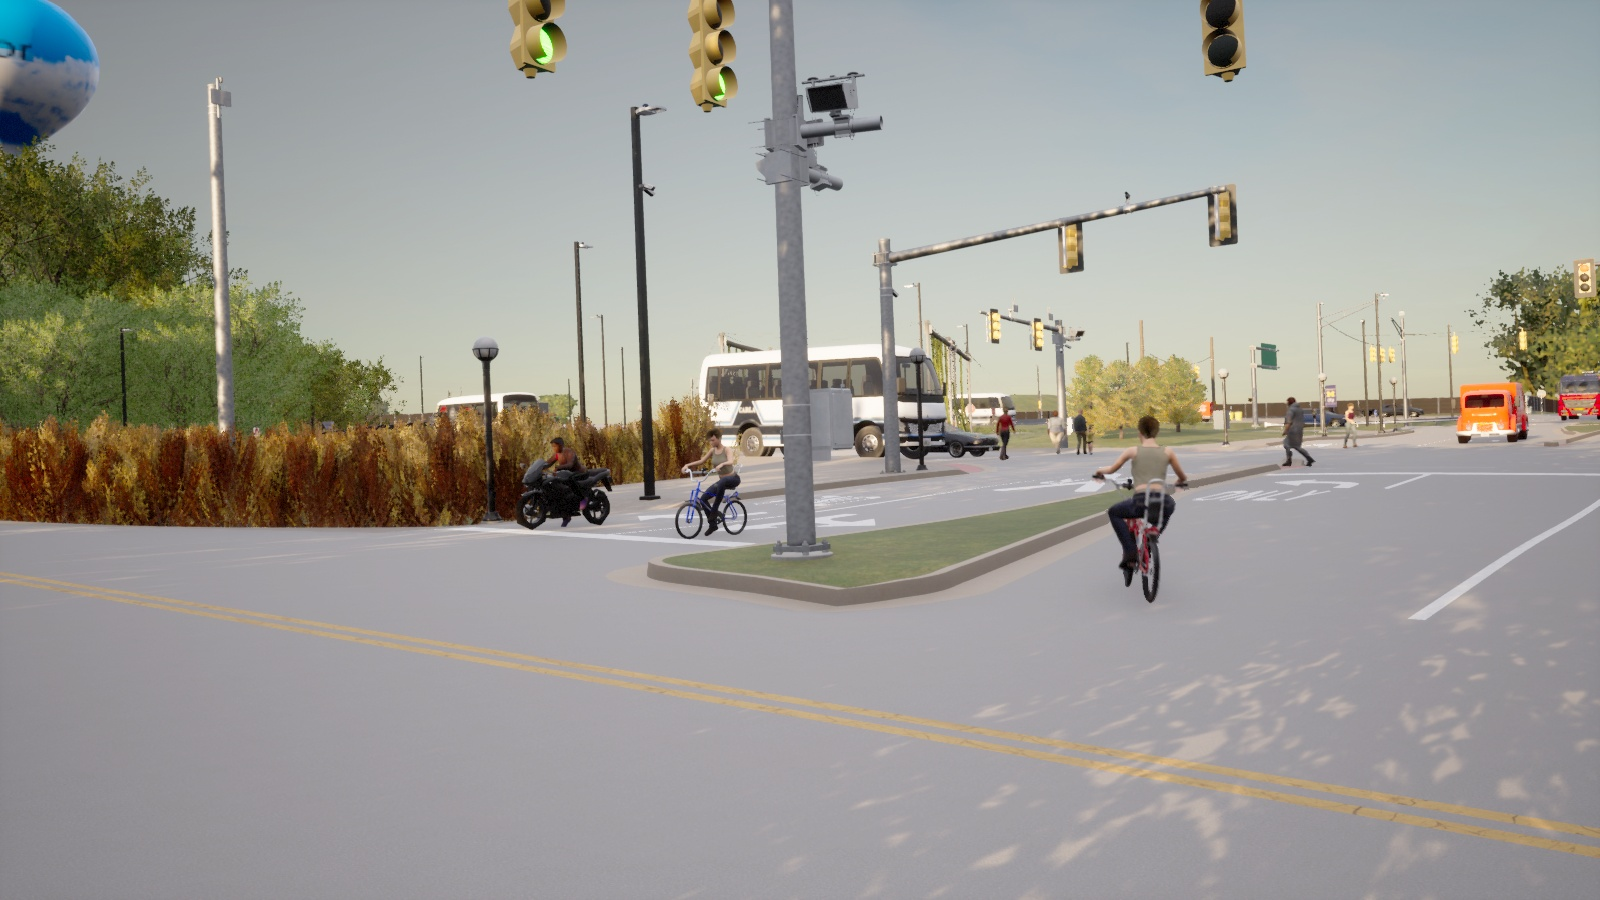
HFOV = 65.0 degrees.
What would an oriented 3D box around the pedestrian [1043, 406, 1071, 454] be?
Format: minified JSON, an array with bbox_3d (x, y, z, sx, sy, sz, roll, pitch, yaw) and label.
[{"bbox_3d":[10.236,-0.791,49.957,0.874,1.855,0.900,-2,0,20],"label":"pedestrian"}]

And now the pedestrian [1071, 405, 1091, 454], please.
[{"bbox_3d":[10.840,-0.785,48.463,0.402,1.842,0.726,-3,0,38],"label":"pedestrian"}]

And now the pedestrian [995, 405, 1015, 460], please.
[{"bbox_3d":[6.899,-0.598,42.306,0.331,1.846,0.636,-3,0,35],"label":"pedestrian"}]

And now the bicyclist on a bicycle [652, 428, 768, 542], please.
[{"bbox_3d":[-1.327,0.498,18.665,0.866,1.612,1.509,-1,0,41],"label":"bicyclist on a bicycle"}]

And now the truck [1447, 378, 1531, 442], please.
[{"bbox_3d":[29.175,-1.716,53.105,2.627,2.467,5.204,-2,2,34],"label":"truck"}]

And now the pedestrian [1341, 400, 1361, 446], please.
[{"bbox_3d":[22.148,-1.090,50.478,0.345,1.836,0.594,-2,0,-23],"label":"pedestrian"}]

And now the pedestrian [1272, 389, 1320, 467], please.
[{"bbox_3d":[12.724,-0.566,32.216,0.873,1.952,0.659,-3,0,45],"label":"pedestrian"}]

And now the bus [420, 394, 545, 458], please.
[{"bbox_3d":[-22.728,-1.670,89.456,3.944,4.253,10.273,-3,1,-43],"label":"bus"}]

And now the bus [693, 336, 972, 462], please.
[{"bbox_3d":[1.031,-1.755,47.454,10.273,4.253,3.944,0,1,41],"label":"bus"}]

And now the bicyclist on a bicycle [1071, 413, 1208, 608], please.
[{"bbox_3d":[3.016,0.485,11.305,0.866,1.612,1.509,2,2,5],"label":"bicyclist on a bicycle"}]

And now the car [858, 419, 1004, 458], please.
[{"bbox_3d":[5.073,-0.436,49.106,5.357,1.411,2.033,0,1,37],"label":"car"}]

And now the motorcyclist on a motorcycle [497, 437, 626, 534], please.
[{"bbox_3d":[-3.957,0.559,20.984,0.797,1.523,2.044,-1,0,39],"label":"motorcyclist on a motorcycle"}]
